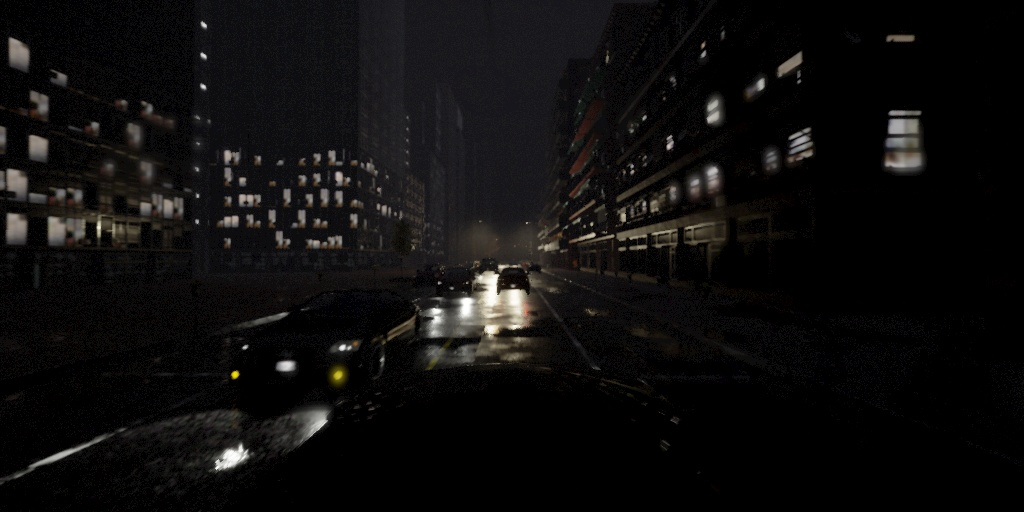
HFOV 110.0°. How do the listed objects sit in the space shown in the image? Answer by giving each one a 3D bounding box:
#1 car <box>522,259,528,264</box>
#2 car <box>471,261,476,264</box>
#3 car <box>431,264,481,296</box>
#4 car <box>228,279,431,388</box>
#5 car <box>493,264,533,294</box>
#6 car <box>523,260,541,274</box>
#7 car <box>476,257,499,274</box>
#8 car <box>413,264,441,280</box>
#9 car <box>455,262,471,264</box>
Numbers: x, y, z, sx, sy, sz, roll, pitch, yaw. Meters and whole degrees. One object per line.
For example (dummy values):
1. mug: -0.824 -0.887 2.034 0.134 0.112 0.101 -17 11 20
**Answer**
1. car: 2.889 1.599 52.778 2.007 1.370 4.403 0 0 0
2. car: -5.515 1.535 47.281 2.007 1.370 4.403 0 0 0
3. car: -3.015 1.364 20.364 1.812 1.442 4.674 0 0 0
4. car: -3.088 1.330 6.900 1.994 1.385 4.181 0 0 0
5. car: 0.071 1.380 21.049 1.812 1.442 4.674 0 0 0
6. car: 2.866 1.566 47.245 2.007 1.370 4.403 0 0 0
7. car: -2.831 1.190 44.714 2.150 2.045 5.566 0 0 0
8. car: -5.607 1.295 25.150 1.967 1.591 4.097 0 0 0
9. car: -5.561 1.444 36.046 1.751 1.417 4.829 0 0 0
